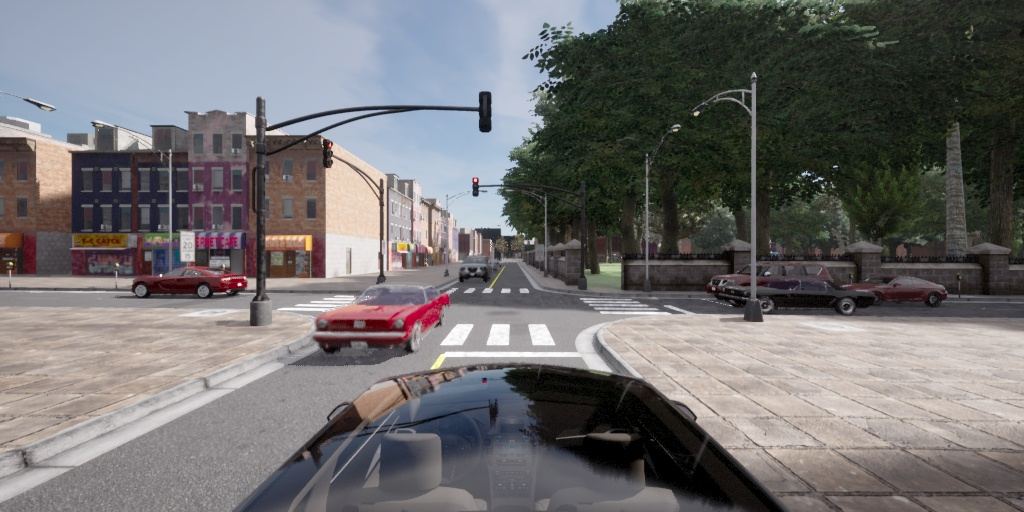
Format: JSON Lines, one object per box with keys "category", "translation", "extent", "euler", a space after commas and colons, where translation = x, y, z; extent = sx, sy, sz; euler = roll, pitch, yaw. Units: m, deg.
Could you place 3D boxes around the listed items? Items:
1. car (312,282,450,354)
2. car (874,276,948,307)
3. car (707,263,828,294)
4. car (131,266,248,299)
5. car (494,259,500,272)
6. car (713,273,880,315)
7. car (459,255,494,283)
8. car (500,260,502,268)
{"category": "car", "translation": [-2.844, 1.354, 8.884], "extent": [1.895, 1.301, 4.718], "euler": [0, 0, 0]}
{"category": "car", "translation": [17.159, 1.538, 16.331], "extent": [4.207, 1.307, 1.802], "euler": [0, 0, 0]}
{"category": "car", "translation": [11.711, 1.207, 16.349], "extent": [5.009, 1.841, 2.192], "euler": [0, 0, 0]}
{"category": "car", "translation": [-14.717, 1.153, 16.439], "extent": [4.507, 1.381, 1.888], "euler": [0, 0, 0]}
{"category": "car", "translation": [-2.849, 1.308, 44.952], "extent": [1.994, 1.385, 4.181], "euler": [0, 0, 0]}
{"category": "car", "translation": [10.765, 1.487, 13.861], "extent": [4.718, 1.301, 1.895], "euler": [1, 0, 2]}
{"category": "car", "translation": [-2.851, 0.976, 28.665], "extent": [2.150, 2.045, 5.566], "euler": [0, 0, 0]}
{"category": "car", "translation": [-2.756, 1.266, 62.856], "extent": [1.837, 1.490, 4.892], "euler": [0, 0, 0]}
